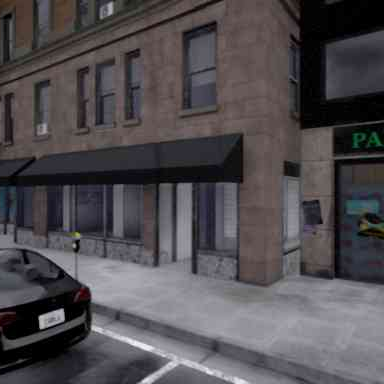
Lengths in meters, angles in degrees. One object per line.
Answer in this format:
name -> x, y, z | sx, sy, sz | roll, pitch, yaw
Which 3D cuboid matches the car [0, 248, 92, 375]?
car -> -3.380, 1.565, 5.228 | 4.313, 1.339, 1.947 | 0, 0, 36
